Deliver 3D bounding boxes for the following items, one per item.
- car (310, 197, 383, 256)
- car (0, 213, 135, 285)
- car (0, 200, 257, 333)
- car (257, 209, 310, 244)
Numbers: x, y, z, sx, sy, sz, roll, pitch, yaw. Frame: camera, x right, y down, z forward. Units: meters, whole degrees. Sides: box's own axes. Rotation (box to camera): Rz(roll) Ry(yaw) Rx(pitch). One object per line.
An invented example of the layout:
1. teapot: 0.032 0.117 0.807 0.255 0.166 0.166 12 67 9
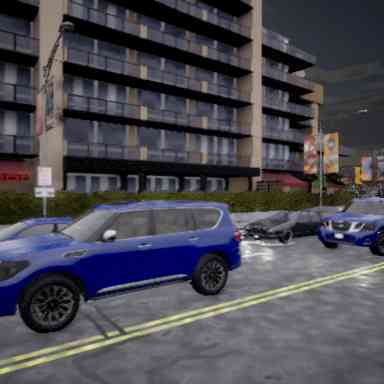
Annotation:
1. car: 7.522 1.218 13.540 5.566 2.045 2.150 0 0 -35
2. car: -4.327 1.478 9.398 5.008 1.535 1.882 0 0 -35
3. car: -1.398 1.223 7.173 5.566 2.045 2.150 0 0 -35
4. car: 4.954 1.544 16.001 5.357 1.411 2.033 0 0 -35
